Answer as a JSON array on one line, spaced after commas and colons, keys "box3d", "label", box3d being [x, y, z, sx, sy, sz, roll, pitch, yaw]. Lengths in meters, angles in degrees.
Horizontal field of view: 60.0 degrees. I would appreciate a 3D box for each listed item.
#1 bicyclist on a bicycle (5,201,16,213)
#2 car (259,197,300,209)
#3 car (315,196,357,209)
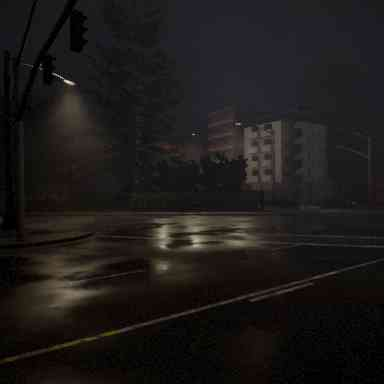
[{"box3d": [-18.106, 1.346, 33.202, 0.582, 1.620, 1.656, -1, 1, 9], "label": "bicyclist on a bicycle"}, {"box3d": [9.981, 1.193, 38.051, 1.895, 1.301, 4.718, -1, 1, -35], "label": "car"}, {"box3d": [15.706, 1.091, 36.347, 1.994, 1.385, 4.181, -1, 1, -35], "label": "car"}]
